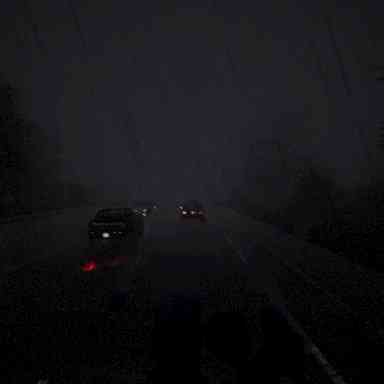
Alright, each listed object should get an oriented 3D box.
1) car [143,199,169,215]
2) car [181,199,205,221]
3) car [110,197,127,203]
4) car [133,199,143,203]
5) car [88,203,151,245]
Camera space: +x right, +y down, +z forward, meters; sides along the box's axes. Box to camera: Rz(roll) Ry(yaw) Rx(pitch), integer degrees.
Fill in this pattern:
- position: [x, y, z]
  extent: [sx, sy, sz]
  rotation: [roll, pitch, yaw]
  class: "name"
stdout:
- position: [-3.456, 1.560, 33.842]
  extent: [1.994, 1.385, 4.181]
  rotation: [0, 0, 0]
  class: "car"
- position: [0.057, 1.544, 26.678]
  extent: [2.033, 1.411, 5.357]
  rotation: [0, 0, 0]
  class: "car"
- position: [-10.655, 1.502, 48.264]
  extent: [1.837, 1.490, 4.892]
  rotation: [0, -1, 0]
  class: "car"
- position: [-7.159, 1.595, 47.090]
  extent: [1.895, 1.301, 4.718]
  rotation: [0, 0, 0]
  class: "car"
- position: [-3.426, 1.490, 15.640]
  extent: [2.128, 1.511, 4.902]
  rotation: [0, 0, 0]
  class: "car"
